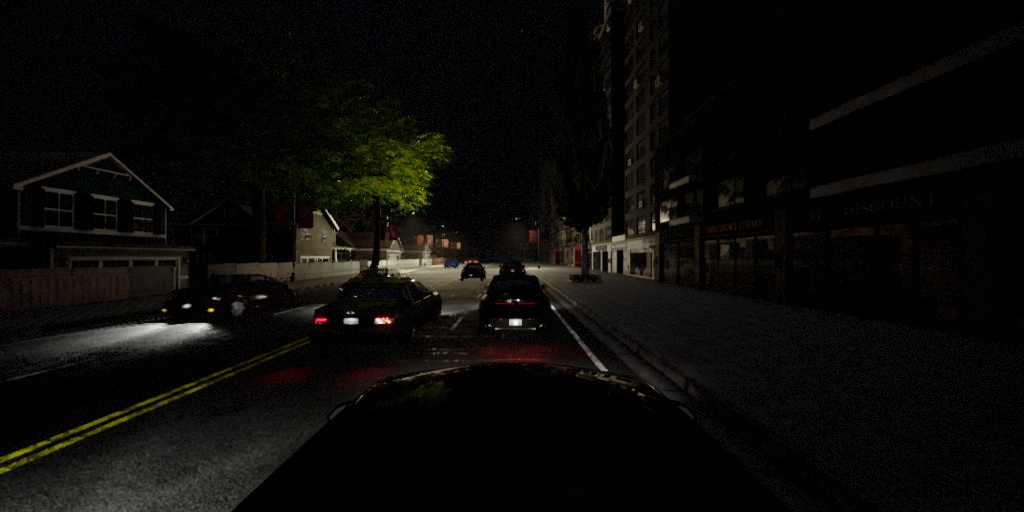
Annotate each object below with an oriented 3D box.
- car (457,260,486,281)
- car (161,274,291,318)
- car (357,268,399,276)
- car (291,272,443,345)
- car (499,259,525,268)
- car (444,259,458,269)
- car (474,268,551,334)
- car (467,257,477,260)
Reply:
[{"bbox_3d":[-3.243,1.329,30.617,1.812,1.442,4.674,0,0,0],"label":"car"},{"bbox_3d":[-9.886,1.337,12.893,1.994,1.385,4.181,0,0,0],"label":"car"},{"bbox_3d":[-6.651,1.329,17.897,2.033,1.411,5.357,0,0,0],"label":"car"},{"bbox_3d":[-3.169,1.314,9.487,2.033,1.411,5.357,0,0,-1],"label":"car"},{"bbox_3d":[0.014,1.153,29.118,2.097,1.767,4.553,0,0,-1],"label":"car"},{"bbox_3d":[-9.938,1.316,59.145,1.882,1.535,5.008,0,0,0],"label":"car"},{"bbox_3d":[0.072,1.275,10.725,1.837,1.490,4.892,0,0,0],"label":"car"},{"bbox_3d":[-6.687,0.993,59.300,2.097,1.767,4.553,0,0,0],"label":"car"}]
